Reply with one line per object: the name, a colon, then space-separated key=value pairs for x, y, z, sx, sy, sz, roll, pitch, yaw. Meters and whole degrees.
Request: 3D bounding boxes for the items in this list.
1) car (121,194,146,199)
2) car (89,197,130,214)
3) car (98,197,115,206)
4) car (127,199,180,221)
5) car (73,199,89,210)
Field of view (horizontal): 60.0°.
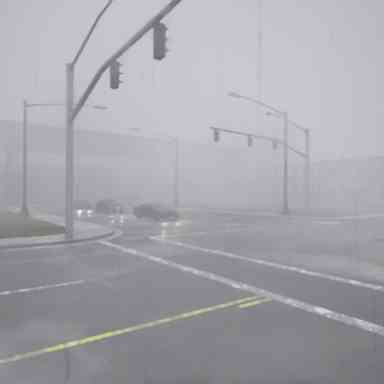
car: x=-12.579 y=1.384 z=69.183 sx=2.150 sy=2.045 sz=5.566 roll=0 pitch=0 yaw=29
car: x=-9.033 y=1.564 z=36.045 sx=2.128 sy=1.511 sz=4.902 roll=0 pitch=0 yaw=-36
car: x=-15.268 y=1.645 z=59.615 sx=1.812 sy=1.442 sz=4.674 roll=0 pitch=0 yaw=3
car: x=-3.161 y=1.621 z=28.058 sx=2.033 sy=1.411 sz=5.357 roll=0 pitch=0 yaw=-36
car: x=-14.742 y=1.637 z=44.193 sx=1.994 sy=1.385 sz=4.181 roll=0 pitch=0 yaw=-32
